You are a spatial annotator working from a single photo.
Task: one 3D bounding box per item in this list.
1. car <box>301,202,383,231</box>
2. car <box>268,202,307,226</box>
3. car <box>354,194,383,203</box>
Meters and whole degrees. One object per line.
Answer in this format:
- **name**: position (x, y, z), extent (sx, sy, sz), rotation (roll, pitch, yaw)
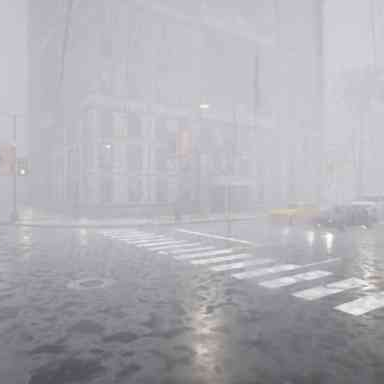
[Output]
- **car**: position (9.571, 1.545, 20.871), extent (5.357, 1.411, 2.033), rotation (0, 0, -35)
- **car**: position (7.596, 1.475, 23.757), extent (5.008, 1.535, 1.882), rotation (0, 0, -35)
- **car**: position (15.985, 1.218, 29.520), extent (5.566, 2.045, 2.150), rotation (0, 0, -34)
